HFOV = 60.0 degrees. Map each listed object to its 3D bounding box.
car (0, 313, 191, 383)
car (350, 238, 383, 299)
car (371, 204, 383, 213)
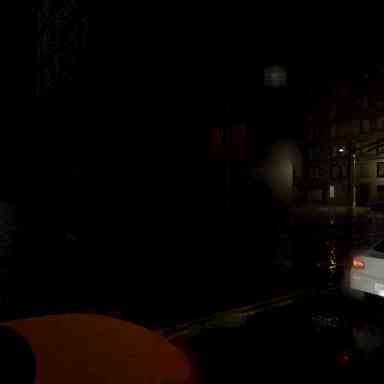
[{"bbox_3d":[-2.264,1.477,1.828,5.008,1.535,1.882,0,0,-35],"label":"car"},{"bbox_3d":[5.238,1.529,7.173,4.674,1.442,1.812,0,0,-35],"label":"car"},{"bbox_3d":[21.141,1.596,34.202,1.895,1.301,4.718,1,0,-36],"label":"car"}]
